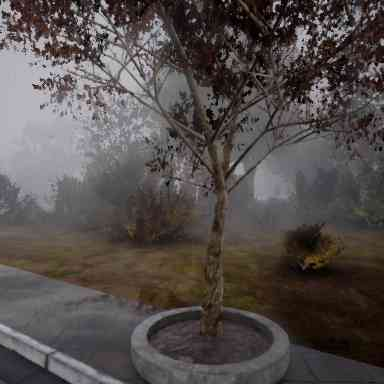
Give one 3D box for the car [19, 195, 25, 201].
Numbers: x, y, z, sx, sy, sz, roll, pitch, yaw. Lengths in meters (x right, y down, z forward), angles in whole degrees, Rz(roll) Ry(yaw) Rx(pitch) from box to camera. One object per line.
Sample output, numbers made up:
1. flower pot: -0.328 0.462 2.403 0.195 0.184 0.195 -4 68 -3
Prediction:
1. car: -22.657 1.174 43.333 1.837 1.490 4.892 1 0 32
